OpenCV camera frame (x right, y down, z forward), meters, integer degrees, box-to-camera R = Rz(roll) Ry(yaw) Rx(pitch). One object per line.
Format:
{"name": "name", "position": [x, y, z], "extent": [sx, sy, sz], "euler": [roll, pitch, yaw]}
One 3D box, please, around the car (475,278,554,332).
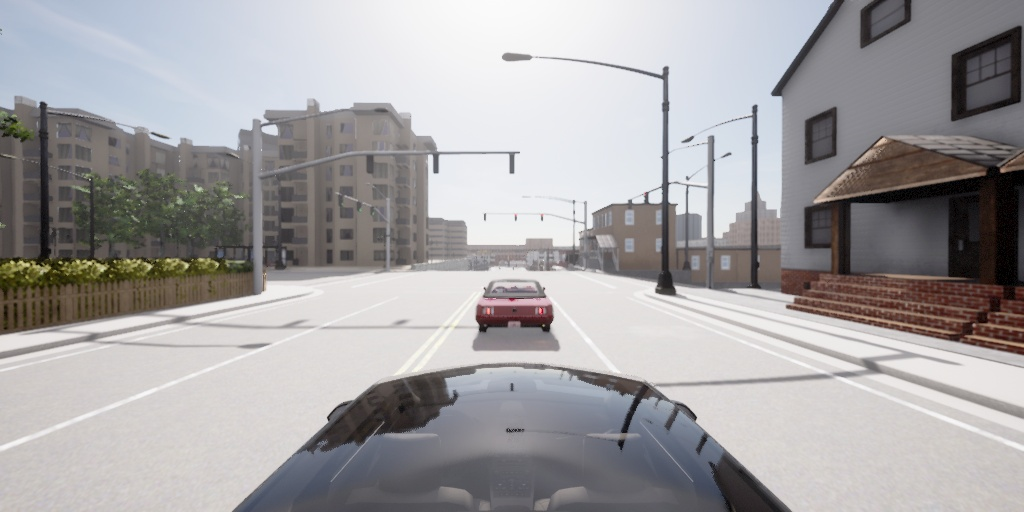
{"name": "car", "position": [0.071, 1.291, 10.537], "extent": [1.895, 1.301, 4.718], "euler": [0, 0, 0]}
